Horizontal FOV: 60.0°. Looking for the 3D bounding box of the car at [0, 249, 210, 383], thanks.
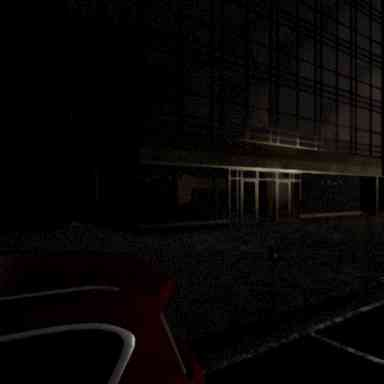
[{"bbox_3d":[-2.135,1.314,1.011,5.009,1.841,2.192,0,0,-35],"label":"car"}]
